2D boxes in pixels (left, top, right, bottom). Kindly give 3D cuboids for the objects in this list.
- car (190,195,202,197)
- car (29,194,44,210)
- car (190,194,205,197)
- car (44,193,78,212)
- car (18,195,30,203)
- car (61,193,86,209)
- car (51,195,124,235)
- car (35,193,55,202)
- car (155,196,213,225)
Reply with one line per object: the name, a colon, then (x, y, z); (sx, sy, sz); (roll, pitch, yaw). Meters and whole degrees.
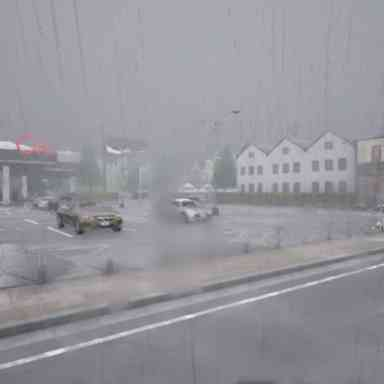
car: (-1.536, 1.281, 29.225); (2.007, 1.523, 4.514); (0, 0, -36)
car: (-17.954, 1.359, 40.228); (1.970, 1.475, 3.806); (0, 0, -36)
car: (1.148, 1.111, 52.031); (2.097, 1.767, 4.553); (0, 0, -35)
car: (-13.000, 1.095, 33.346); (1.932, 1.855, 4.605); (0, 0, -36)
car: (-34.188, 1.470, 69.660); (4.611, 1.667, 2.242); (0, 0, -36)
car: (-14.892, 1.068, 41.660); (1.905, 1.878, 3.866); (0, 0, -36)
car: (-5.462, 1.158, 17.370); (2.152, 1.636, 5.027); (0, 0, -36)
car: (-33.944, 1.294, 76.788); (3.866, 1.878, 1.905); (0, 0, -36)
car: (-0.425, 1.223, 21.360); (1.970, 1.475, 3.806); (0, 0, -36)
